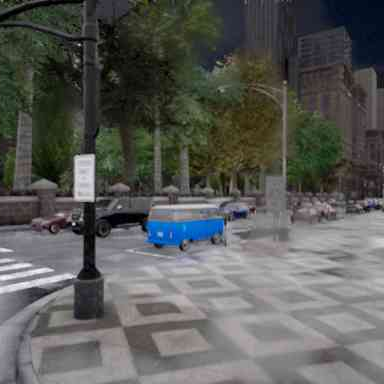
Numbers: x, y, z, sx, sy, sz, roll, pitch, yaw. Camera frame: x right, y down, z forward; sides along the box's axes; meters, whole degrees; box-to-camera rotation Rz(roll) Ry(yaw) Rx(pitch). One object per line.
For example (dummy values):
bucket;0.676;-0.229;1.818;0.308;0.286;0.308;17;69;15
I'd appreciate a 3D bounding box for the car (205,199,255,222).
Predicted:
car;3.295;1.616;29.095;2.097;1.767;4.553;1;-1;36

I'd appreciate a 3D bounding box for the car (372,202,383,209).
car;38.406;2.726;68.157;2.008;1.369;4.403;0;-1;36

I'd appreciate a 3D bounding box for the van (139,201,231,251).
van;-0.142;1.428;14.242;1.690;1.788;3.998;-1;-1;36

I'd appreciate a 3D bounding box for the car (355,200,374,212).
car;25.556;2.134;50.188;2.192;1.841;5.009;-1;-1;36

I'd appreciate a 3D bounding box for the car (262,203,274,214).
car;8.978;2.044;41.654;1.802;1.307;4.206;0;-1;36

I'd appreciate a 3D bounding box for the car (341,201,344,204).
car;31.465;2.657;73.107;1.947;1.339;4.313;0;-1;36

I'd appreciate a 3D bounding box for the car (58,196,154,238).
car;-4.209;1.272;18.607;2.150;2.045;5.566;1;-1;36

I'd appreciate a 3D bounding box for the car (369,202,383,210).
car;35.193;2.669;63.664;1.802;1.307;4.206;0;-1;36

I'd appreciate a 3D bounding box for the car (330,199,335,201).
car;28.254;2.319;68.619;2.192;1.841;5.009;0;-1;36

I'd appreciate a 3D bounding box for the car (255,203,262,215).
car;5.766;1.915;37.162;1.887;1.381;4.507;0;-1;36

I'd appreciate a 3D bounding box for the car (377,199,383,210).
car;31.981;2.314;59.174;2.192;1.841;5.009;0;-1;36

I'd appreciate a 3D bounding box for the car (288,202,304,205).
car;15.299;2.122;45.729;1.837;1.490;4.892;1;-1;36

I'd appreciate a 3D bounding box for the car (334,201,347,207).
car;34.678;2.743;77.601;1.947;1.339;4.313;0;-1;36

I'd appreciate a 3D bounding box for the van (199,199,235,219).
van;2.555;1.620;32.672;1.690;1.788;3.998;0;-1;36

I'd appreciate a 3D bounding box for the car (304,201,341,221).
car;12.706;1.894;32.213;1.967;1.590;4.097;-1;-1;36

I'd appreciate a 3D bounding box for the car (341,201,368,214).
car;22.343;2.294;45.691;1.947;1.339;4.313;-1;-1;36

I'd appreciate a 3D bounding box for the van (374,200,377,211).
van;28.769;2.251;54.681;1.690;1.788;3.998;0;-1;36

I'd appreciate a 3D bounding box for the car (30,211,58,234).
car;-7.083;1.585;19.188;1.802;1.307;4.206;0;-1;36

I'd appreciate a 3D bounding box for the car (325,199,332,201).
car;25.040;2.497;64.120;1.802;1.307;4.206;0;-1;36

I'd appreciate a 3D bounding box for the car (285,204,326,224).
car;9.494;1.945;27.718;1.802;1.307;4.206;-1;-1;36
